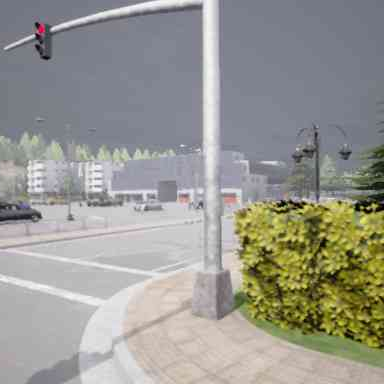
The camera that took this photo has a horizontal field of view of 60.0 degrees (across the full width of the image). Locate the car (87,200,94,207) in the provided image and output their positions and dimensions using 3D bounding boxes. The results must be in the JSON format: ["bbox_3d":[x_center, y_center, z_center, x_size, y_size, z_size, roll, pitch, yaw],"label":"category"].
[{"bbox_3d":[-16.663,1.641,58.967,1.905,1.878,3.866,-1,0,35],"label":"car"}]

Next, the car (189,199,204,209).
[{"bbox_3d":[1.055,1.683,46.802,1.845,1.501,3.633,-1,0,35],"label":"car"}]

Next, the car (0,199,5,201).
[{"bbox_3d":[-16.540,1.676,27.290,2.152,1.636,5.027,-1,0,35],"label":"car"}]

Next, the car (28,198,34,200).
[{"bbox_3d":[-21.794,1.806,40.389,1.845,1.501,3.633,-1,0,35],"label":"car"}]

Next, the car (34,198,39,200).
[{"bbox_3d":[-32.545,2.024,69.777,1.970,1.475,3.806,-1,0,35],"label":"car"}]

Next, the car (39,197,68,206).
[{"bbox_3d":[-27.116,1.869,66.342,2.152,1.636,5.027,-1,0,35],"label":"car"}]

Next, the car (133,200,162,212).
[{"bbox_3d":[-5.658,1.729,42.456,1.970,1.475,3.806,-1,0,35],"label":"car"}]

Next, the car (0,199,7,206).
[{"bbox_3d":[-39.601,2.133,66.129,2.007,1.523,4.514,-1,0,35],"label":"car"}]

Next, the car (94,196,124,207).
[{"bbox_3d":[-14.052,1.627,57.629,1.932,1.855,4.605,-1,0,35],"label":"car"}]

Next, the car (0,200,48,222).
[{"bbox_3d":[-13.946,1.648,25.525,2.007,1.523,4.514,-1,0,35],"label":"car"}]
